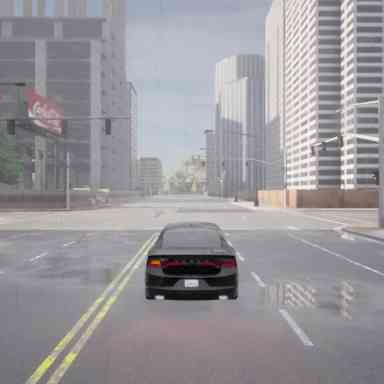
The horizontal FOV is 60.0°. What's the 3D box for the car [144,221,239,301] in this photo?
[{"bbox_3d":[-0.003,1.478,8.420,1.882,1.535,5.008,0,0,0],"label":"car"}]
